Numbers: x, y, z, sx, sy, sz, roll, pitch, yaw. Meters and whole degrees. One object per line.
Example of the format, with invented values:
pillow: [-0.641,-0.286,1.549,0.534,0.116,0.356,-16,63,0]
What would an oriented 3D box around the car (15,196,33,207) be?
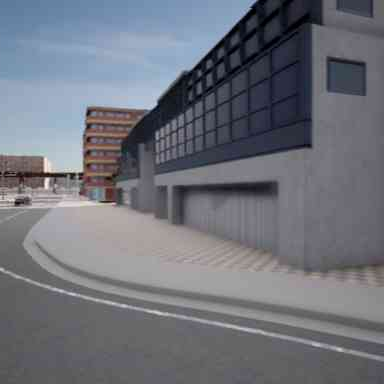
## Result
car: [-24.260,1.279,47.991,1.837,1.490,4.892,-1,0,-20]
